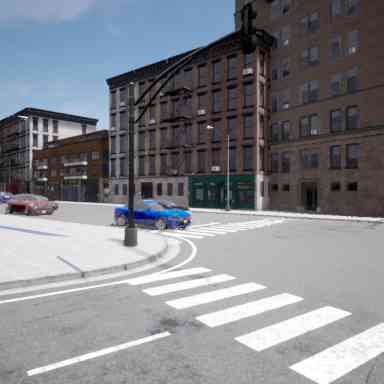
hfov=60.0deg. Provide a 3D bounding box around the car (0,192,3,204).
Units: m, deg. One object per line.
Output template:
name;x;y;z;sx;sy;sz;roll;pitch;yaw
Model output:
car;-27.583;0.786;48.232;4.553;1.767;2.097;1;0;41

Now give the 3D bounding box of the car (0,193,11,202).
car;-33.140;0.897;57.609;4.674;1.442;1.812;1;0;43

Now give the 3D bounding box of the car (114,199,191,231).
car;-2.320;1.245;18.910;5.008;1.535;1.882;1;0;37

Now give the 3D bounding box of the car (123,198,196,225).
car;-2.310;1.247;23.007;4.902;1.511;2.128;1;0;37

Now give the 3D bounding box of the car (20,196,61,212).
car;-15.095;1.113;33.087;4.674;1.442;1.812;1;0;39

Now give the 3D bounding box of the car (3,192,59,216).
car;-13.348;0.974;27.506;4.553;1.767;2.097;0;0;39
